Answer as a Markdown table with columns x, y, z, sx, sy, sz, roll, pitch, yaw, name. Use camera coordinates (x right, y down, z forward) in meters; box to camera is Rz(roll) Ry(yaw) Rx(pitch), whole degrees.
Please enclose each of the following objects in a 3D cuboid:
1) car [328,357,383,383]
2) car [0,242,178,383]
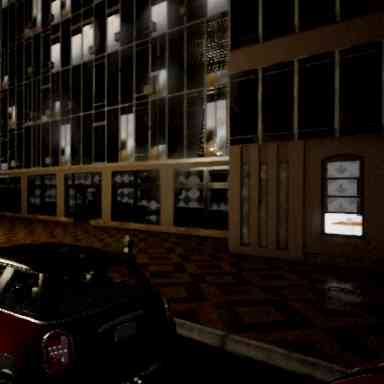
| x | y | z | sx | sy | sz | roll | pitch | yaw | name |
| --- | --- | --- | --- | --- | --- | --- | --- | --- | --- |
| 2.386 | 1.451 | 1.175 | 4.097 | 1.590 | 1.967 | 1 | 0 | 35 | car |
| -2.248 | 1.407 | 4.480 | 4.097 | 1.590 | 1.967 | 1 | 0 | 35 | car |
